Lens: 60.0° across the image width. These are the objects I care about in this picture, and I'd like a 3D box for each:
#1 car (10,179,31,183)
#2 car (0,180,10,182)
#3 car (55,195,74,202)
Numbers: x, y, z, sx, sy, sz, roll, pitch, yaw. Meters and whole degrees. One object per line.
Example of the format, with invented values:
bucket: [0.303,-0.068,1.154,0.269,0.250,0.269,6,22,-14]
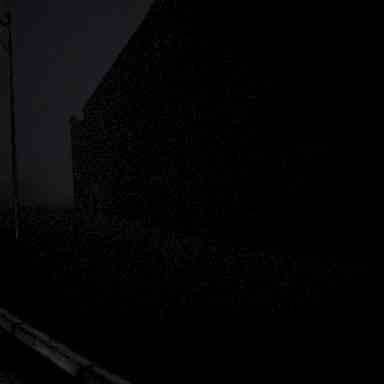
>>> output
car: [-43.472,-2.466,82.872,2.002,1.452,4.674,-5,-3,32]
car: [-46.436,-2.536,78.183,2.231,1.521,4.892,-6,-3,33]
car: [-24.986,1.335,65.222,1.994,1.385,4.181,-4,0,13]
